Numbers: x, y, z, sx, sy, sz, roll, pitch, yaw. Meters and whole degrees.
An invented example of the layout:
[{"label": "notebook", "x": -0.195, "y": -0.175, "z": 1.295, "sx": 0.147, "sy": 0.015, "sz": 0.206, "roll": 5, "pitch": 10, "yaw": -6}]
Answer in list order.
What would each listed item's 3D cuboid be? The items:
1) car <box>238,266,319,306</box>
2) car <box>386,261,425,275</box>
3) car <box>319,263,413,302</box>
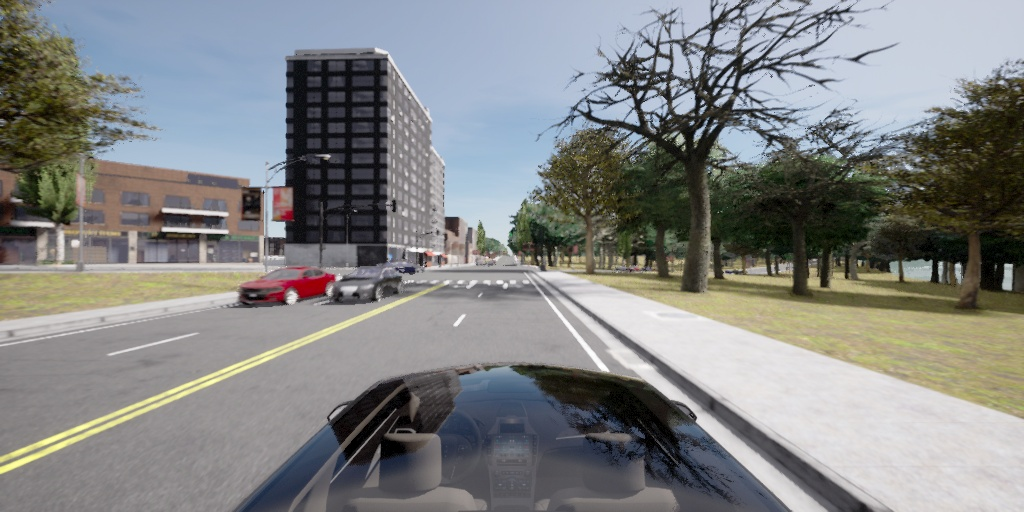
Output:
[{"label": "car", "x": -9.822, "y": 1.232, "z": 16.118, "sx": 1.882, "sy": 1.535, "sz": 5.008, "roll": 0, "pitch": 0, "yaw": 0}, {"label": "car", "x": -12.458, "y": 1.258, "z": 40.336, "sx": 5.357, "sy": 1.411, "sz": 2.033, "roll": 4, "pitch": 3, "yaw": -43}, {"label": "car", "x": -6.567, "y": 1.248, "z": 16.844, "sx": 2.128, "sy": 1.511, "sz": 4.902, "roll": 0, "pitch": 0, "yaw": 0}]
